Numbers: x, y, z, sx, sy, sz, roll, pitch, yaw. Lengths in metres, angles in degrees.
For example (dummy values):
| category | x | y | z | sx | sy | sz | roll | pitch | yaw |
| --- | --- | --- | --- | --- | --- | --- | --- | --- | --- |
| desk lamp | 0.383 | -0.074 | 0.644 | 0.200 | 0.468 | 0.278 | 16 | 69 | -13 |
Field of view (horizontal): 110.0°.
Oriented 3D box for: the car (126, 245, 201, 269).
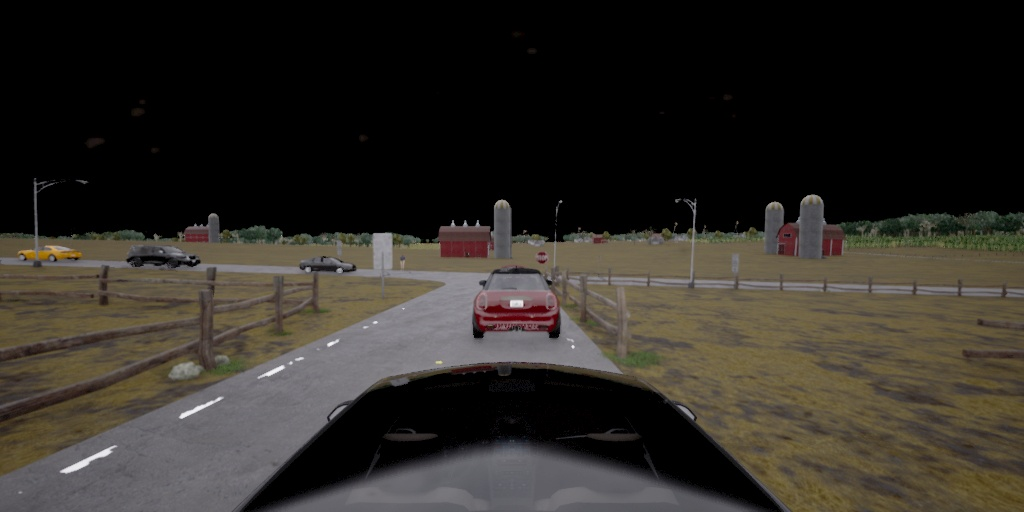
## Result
| category | x | y | z | sx | sy | sz | roll | pitch | yaw |
| --- | --- | --- | --- | --- | --- | --- | --- | --- | --- |
| car | -32.278 | 0.049 | 33.255 | 5.566 | 2.045 | 2.150 | 2 | 3 | 0 |

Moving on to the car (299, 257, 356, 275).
| category | x | y | z | sx | sy | sz | roll | pitch | yaw |
| --- | --- | --- | --- | --- | --- | --- | --- | --- | --- |
| car | -16.983 | 0.839 | 33.181 | 4.892 | 1.490 | 1.837 | 2 | 3 | 0 |

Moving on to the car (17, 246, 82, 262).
| category | x | y | z | sx | sy | sz | roll | pitch | yaw |
| --- | --- | --- | --- | --- | --- | --- | --- | --- | --- |
| car | -46.713 | -0.283 | 36.235 | 5.008 | 1.535 | 1.882 | 2 | 3 | 1 |

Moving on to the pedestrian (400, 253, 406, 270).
| category | x | y | z | sx | sy | sz | roll | pitch | yaw |
| --- | --- | --- | --- | --- | --- | --- | --- | --- | --- |
| pedestrian | -11.977 | 0.588 | 39.103 | 0.375 | 1.860 | 0.375 | 0 | 1 | 0 |

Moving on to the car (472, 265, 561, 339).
| category | x | y | z | sx | sy | sz | roll | pitch | yaw |
| --- | --- | --- | --- | --- | --- | --- | --- | --- | --- |
| car | 0.109 | 1.108 | 10.280 | 2.097 | 1.767 | 4.553 | 0 | 0 | 0 |
